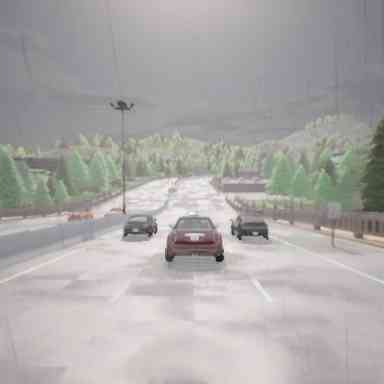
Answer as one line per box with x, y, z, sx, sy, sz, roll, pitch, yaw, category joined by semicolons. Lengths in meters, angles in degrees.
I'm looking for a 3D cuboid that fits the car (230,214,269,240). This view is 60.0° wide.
3.591;2.169;21.309;1.837;1.490;4.892;0;-2;0;car

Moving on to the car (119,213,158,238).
-3.409;2.229;22.478;1.812;1.442;4.674;0;-2;0;car

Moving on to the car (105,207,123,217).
-10.515;2.944;46.001;2.097;1.767;4.553;0;-2;0;car

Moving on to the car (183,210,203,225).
0.087;2.746;36.395;2.033;1.411;5.357;0;-2;0;car

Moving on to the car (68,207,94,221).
-14.012;2.756;42.228;2.097;1.767;4.553;0;-2;0;car

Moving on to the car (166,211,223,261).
0.094;1.756;14.045;2.097;1.767;4.553;0;-2;0;car
